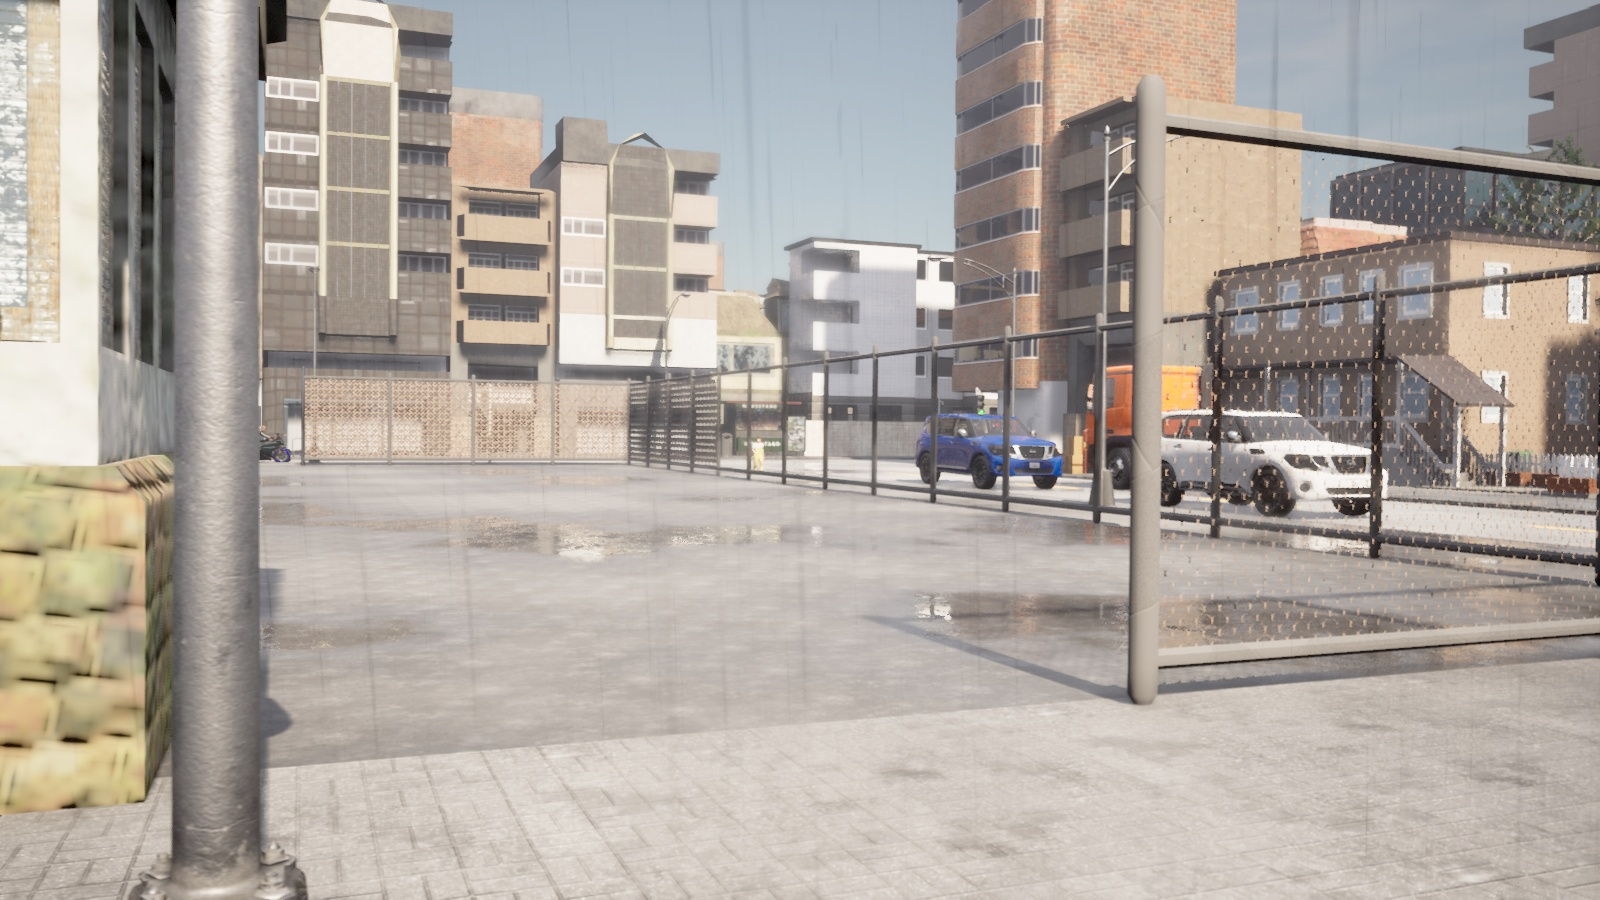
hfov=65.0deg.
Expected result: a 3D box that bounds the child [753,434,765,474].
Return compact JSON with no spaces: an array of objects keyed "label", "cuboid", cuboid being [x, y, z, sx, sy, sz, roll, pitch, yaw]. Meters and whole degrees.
[{"label":"child","cuboid":[-1.329,0.130,40.396,0.270,1.263,0.437,-1,1,-18]}]

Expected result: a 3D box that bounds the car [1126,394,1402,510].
[{"label":"car","cuboid":[9.075,-0.010,25.230,2.150,2.045,5.566,-1,1,-19]}]

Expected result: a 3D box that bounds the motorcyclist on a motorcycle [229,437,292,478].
[{"label":"motorcyclist on a motorcycle","cuboid":[-20.967,0.265,48.821,2.191,1.530,0.866,-1,1,-22]}]

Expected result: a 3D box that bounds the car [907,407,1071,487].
[{"label":"car","cuboid":[5.135,-0.128,35.101,2.150,2.045,5.566,-1,1,-20]}]

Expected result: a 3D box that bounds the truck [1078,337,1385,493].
[{"label":"truck","cuboid":[10.610,-0.842,32.001,2.891,3.462,7.936,-1,1,-22]}]
